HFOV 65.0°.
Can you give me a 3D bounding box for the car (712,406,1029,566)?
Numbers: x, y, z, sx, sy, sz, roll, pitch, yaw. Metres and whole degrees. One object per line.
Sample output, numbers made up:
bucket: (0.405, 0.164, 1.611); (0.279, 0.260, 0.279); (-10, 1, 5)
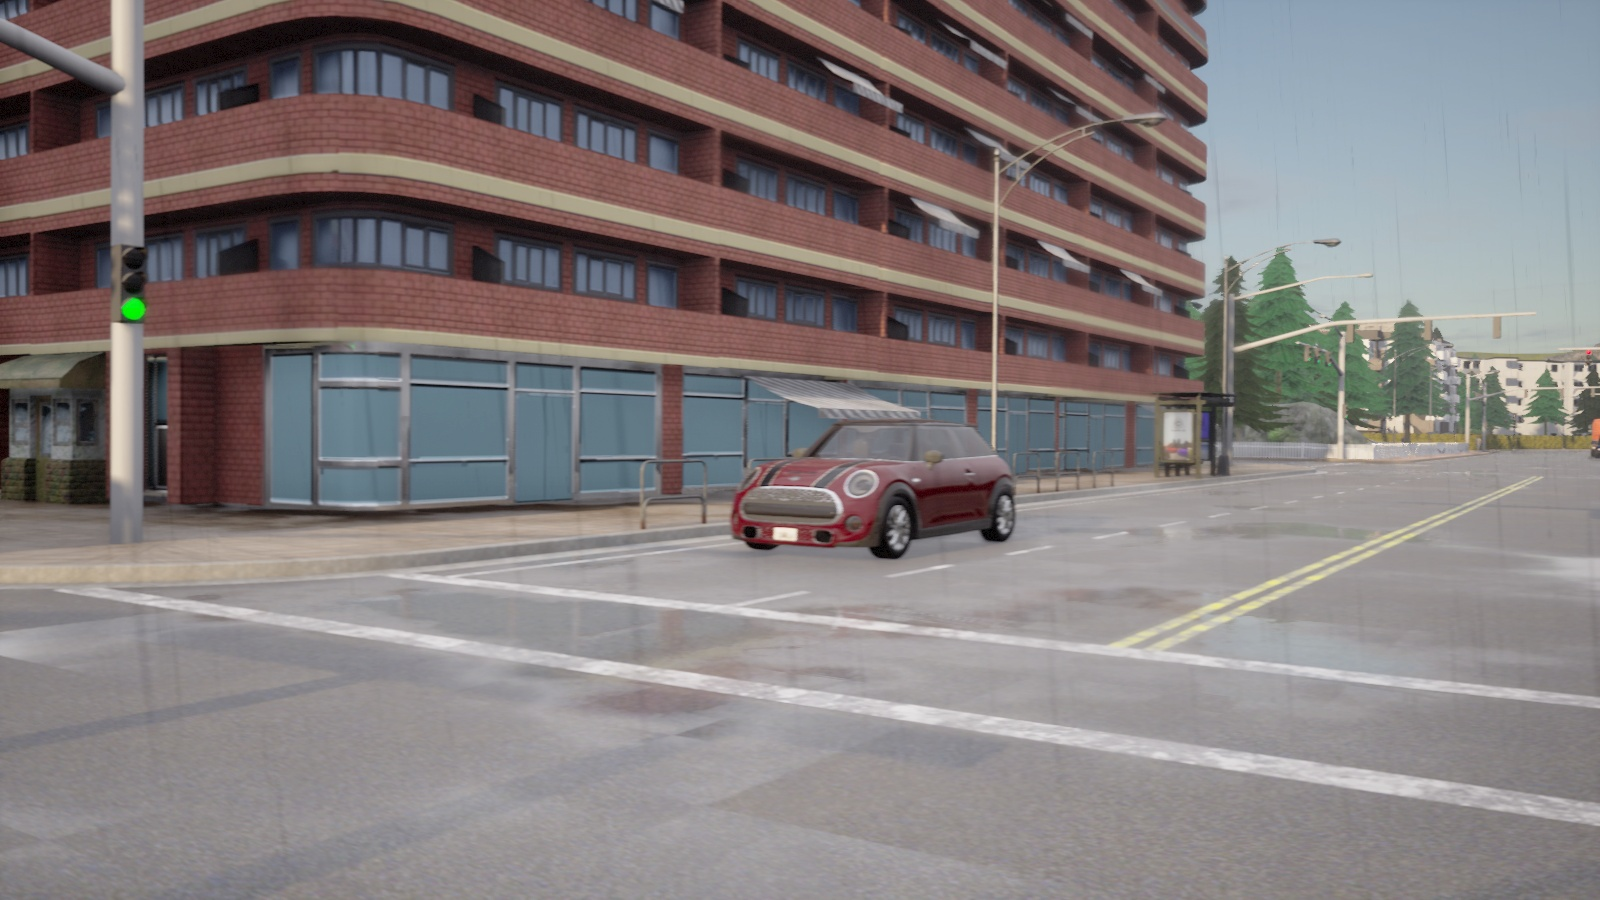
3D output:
car: (1.088, 0.357, 16.310); (2.097, 1.767, 4.553); (0, 1, 33)
